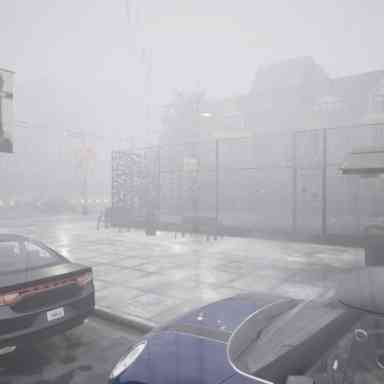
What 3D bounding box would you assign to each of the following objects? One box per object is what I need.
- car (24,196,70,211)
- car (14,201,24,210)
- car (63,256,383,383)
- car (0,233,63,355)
[{"bbox_3d":[-17.152,1.355,40.190,2.097,1.767,4.553,0,0,35],"label":"car"},{"bbox_3d":[-20.023,1.353,42.194,2.097,1.767,4.553,0,0,35],"label":"car"},{"bbox_3d":[1.474,1.354,2.256,4.553,1.767,2.185,0,0,35],"label":"car"},{"bbox_3d":[-3.844,1.480,5.864,5.008,1.535,2.097,0,0,35],"label":"car"}]
